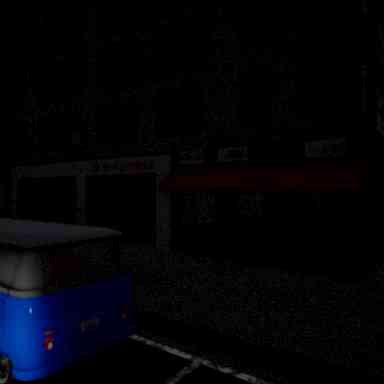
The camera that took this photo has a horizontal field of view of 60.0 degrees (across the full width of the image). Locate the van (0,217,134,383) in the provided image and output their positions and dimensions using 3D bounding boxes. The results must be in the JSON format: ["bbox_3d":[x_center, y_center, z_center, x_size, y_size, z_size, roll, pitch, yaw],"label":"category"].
[{"bbox_3d":[-2.703,1.323,5.010,3.998,1.788,1.690,0,0,36],"label":"van"}]
